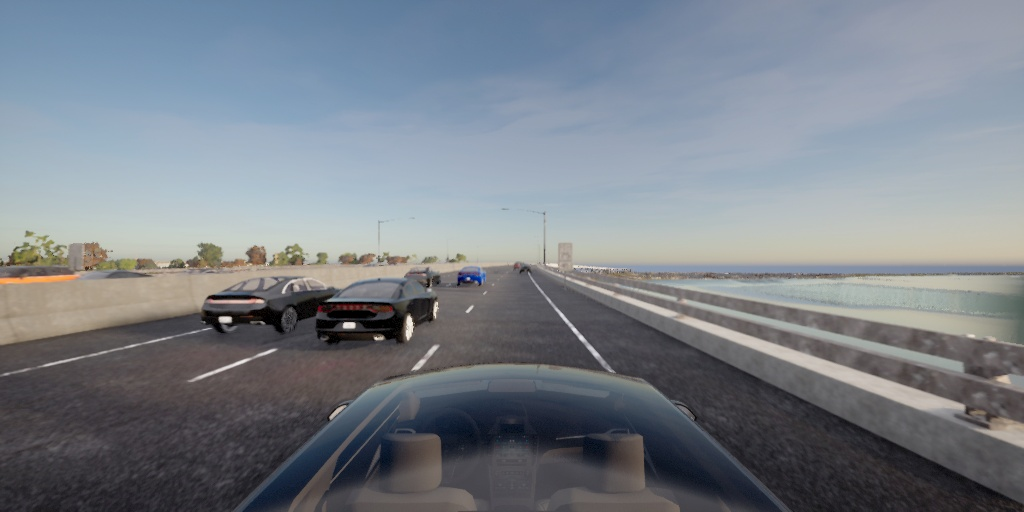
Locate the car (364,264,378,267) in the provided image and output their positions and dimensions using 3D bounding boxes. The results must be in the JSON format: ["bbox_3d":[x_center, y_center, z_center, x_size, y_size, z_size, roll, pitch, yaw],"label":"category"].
[{"bbox_3d":[-23.549,2.027,59.700,1.994,1.385,4.181,0,-1,2],"label":"car"}]

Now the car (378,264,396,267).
[{"bbox_3d":[-20.052,2.028,59.757,1.994,1.385,4.181,0,-1,2],"label":"car"}]

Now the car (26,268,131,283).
[{"bbox_3d":[-21.006,1.470,18.597,1.812,1.442,4.674,0,-1,1],"label":"car"}]

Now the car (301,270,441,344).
[{"bbox_3d":[-3.375,1.323,9.939,1.882,1.535,5.008,0,-1,0],"label":"car"}]

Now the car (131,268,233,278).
[{"bbox_3d":[-17.491,1.455,20.037,2.128,1.511,4.902,0,-1,1],"label":"car"}]

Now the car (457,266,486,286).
[{"bbox_3d":[-3.176,1.549,28.903,1.882,1.535,5.008,0,-1,1],"label":"car"}]

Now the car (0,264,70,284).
[{"bbox_3d":[-24.515,1.285,17.718,2.097,1.767,4.553,0,-1,1],"label":"car"}]

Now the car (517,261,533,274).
[{"bbox_3d":[2.017,1.890,53.781,1.837,1.490,4.892,0,-1,2],"label":"car"}]

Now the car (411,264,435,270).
[{"bbox_3d":[-6.701,1.543,27.308,2.128,1.511,4.902,0,-1,1],"label":"car"}]

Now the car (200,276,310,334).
[{"bbox_3d":[-6.867,1.349,11.042,2.128,1.511,4.902,0,-1,0],"label":"car"}]
